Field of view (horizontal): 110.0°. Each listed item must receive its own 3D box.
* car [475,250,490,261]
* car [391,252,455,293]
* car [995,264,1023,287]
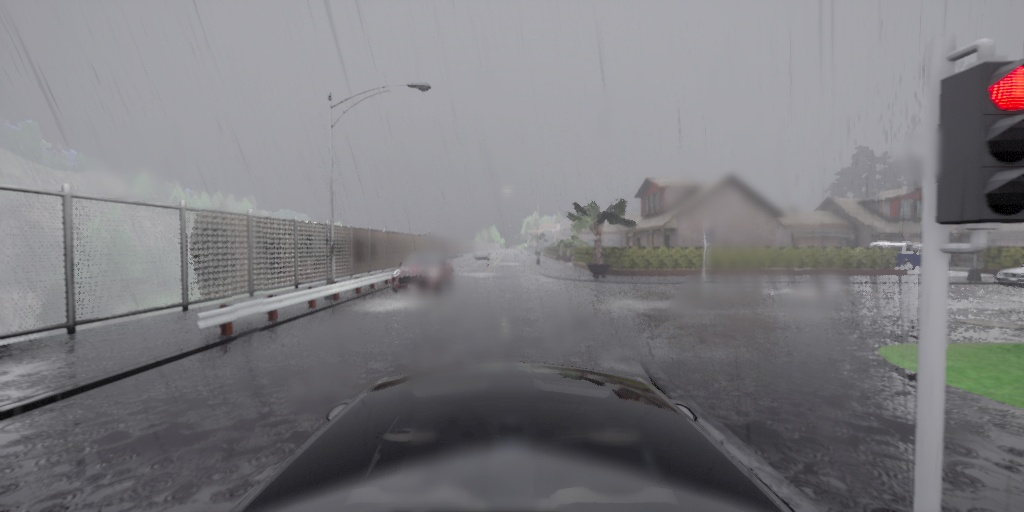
[{"bbox_3d":[-3.988,-0.038,48.934,1.882,1.535,5.008,0,3,0],"label":"car"},{"bbox_3d":[-4.002,0.651,16.769,2.097,1.767,4.553,0,2,0],"label":"car"},{"bbox_3d":[26.432,0.842,17.259,4.674,1.442,1.812,0,2,0],"label":"car"}]
